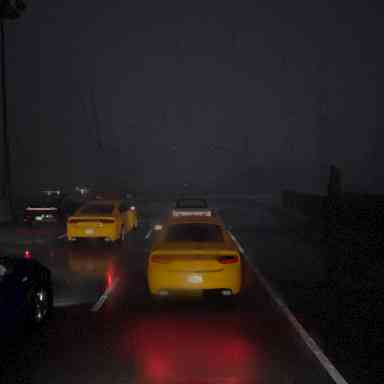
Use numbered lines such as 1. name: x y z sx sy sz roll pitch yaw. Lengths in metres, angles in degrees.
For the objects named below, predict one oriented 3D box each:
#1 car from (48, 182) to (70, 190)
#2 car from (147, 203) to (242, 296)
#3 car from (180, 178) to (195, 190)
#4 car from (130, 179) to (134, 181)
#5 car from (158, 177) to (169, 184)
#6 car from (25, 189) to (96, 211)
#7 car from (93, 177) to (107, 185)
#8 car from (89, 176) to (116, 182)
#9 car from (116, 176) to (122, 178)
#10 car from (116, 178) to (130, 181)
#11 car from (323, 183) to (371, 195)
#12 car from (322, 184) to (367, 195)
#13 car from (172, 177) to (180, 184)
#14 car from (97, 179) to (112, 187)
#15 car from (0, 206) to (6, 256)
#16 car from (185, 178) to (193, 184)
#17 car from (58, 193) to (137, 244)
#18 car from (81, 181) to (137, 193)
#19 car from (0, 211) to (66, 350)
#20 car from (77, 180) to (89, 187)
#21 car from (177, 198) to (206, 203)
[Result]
1. car: -21.497 -0.991 53.826 1.895 1.301 4.718 0 3 0
2. car: 0.042 1.315 8.409 1.882 1.535 5.008 0 2 0
3. car: -0.446 -1.083 53.623 2.128 1.511 4.902 0 3 0
4. car: -14.624 -2.430 80.239 1.895 1.301 4.718 0 3 0
5. car: -7.670 -2.827 86.067 2.128 1.511 4.902 0 3 0
6. car: -7.026 0.864 17.642 2.128 1.511 4.902 0 3 0
7. car: -21.608 -2.563 78.236 2.097 1.767 4.553 0 3 0
8. car: -14.482 -1.397 54.346 2.150 2.045 5.566 0 3 -1
9. car: -18.124 -2.801 80.231 2.150 2.045 5.566 0 3 0
10. car: -14.525 -1.749 67.806 1.895 1.301 4.718 0 3 0
11. car: 17.660 -0.222 37.799 4.902 1.511 2.128 0 3 2
12. car: 18.865 -0.298 41.267 4.718 1.301 1.895 0 3 2
13. car: -4.170 -2.877 86.092 1.882 1.535 5.008 0 3 0
14. car: -18.033 -1.881 68.808 1.812 1.442 4.674 0 3 0
15. car: -6.957 1.321 8.231 1.882 1.535 5.008 0 2 0
16. car: -0.683 -2.894 87.788 2.033 1.411 5.357 0 3 0
17. car: -3.497 1.060 13.732 1.882 1.535 5.008 0 3 0
18. car: -7.987 0.010 33.192 5.008 1.535 1.882 -2 3 -32
19. car: -3.427 1.313 3.900 2.097 1.767 4.553 0 1 0
20. car: -18.016 -1.362 58.664 2.128 1.511 4.902 0 3 0
21. car: -0.025 0.972 17.778 1.895 1.301 4.718 0 3 0
